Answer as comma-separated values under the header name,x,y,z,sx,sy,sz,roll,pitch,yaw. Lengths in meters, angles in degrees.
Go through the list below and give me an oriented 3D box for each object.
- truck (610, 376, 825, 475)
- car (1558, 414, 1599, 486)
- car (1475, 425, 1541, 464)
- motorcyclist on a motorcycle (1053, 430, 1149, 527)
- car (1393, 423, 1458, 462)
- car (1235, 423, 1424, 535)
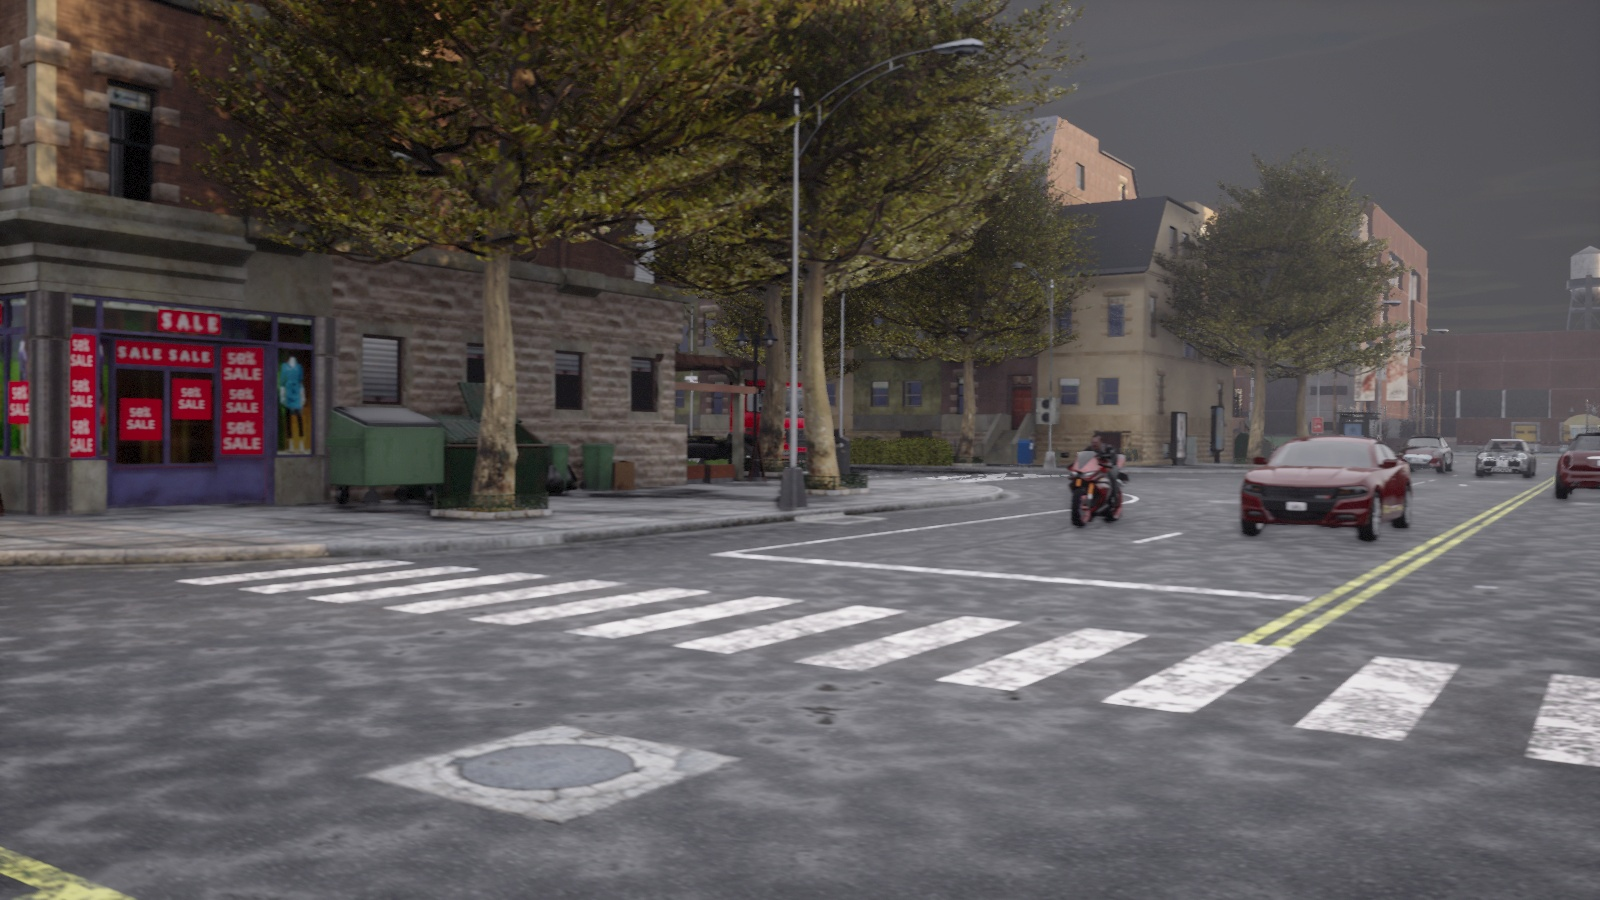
name,x,y,z,sx,sy,sz,roll,pitch,yaw
truck,-3.186,-0.867,47.248,7.936,3.462,2.891,0,1,34
car,20.898,-0.042,32.408,2.097,1.767,4.553,0,1,33
car,27.943,-0.232,49.503,1.970,1.475,3.806,0,1,34
motorcyclist on a motorcycle,5.080,0.433,21.061,0.866,1.530,2.191,0,1,33
car,27.682,-0.347,55.503,2.033,1.649,4.856,0,1,33
car,8.509,0.360,19.912,1.882,1.535,5.008,0,1,33
